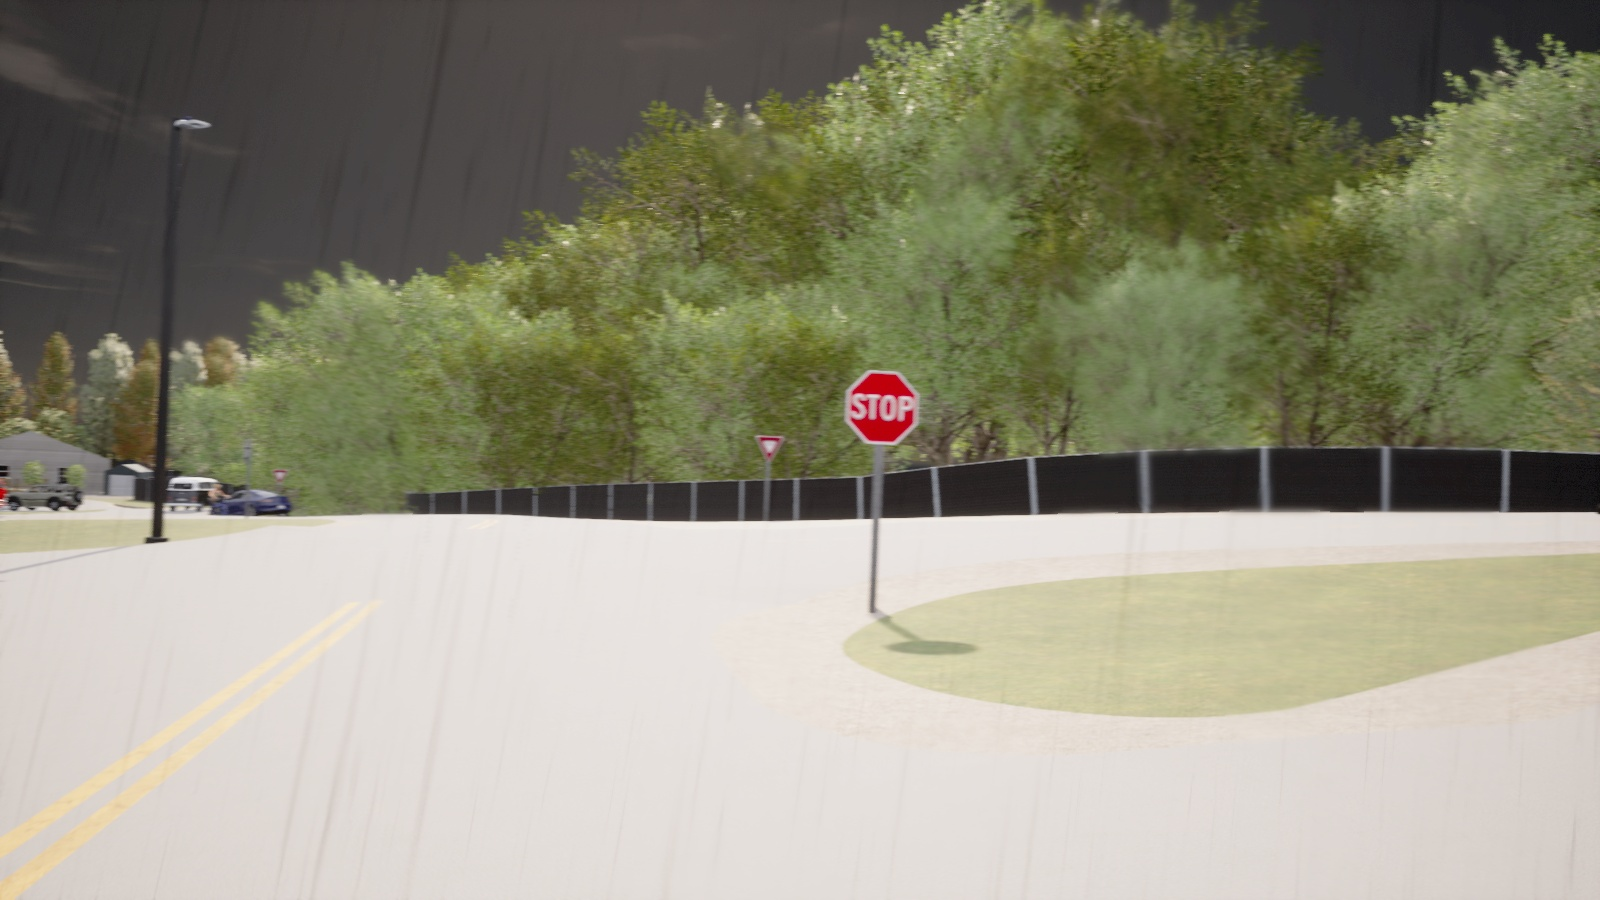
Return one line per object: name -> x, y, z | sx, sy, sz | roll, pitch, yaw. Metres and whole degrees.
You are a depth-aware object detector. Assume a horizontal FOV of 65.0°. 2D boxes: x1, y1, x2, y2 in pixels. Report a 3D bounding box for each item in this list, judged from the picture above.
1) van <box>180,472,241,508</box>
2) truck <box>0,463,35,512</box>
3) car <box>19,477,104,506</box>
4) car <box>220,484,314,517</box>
van -> -35.848, 2.408, 76.505 | 2.069, 2.038, 4.480 | 2, -1, -8
truck -> -42.981, 1.927, 64.974 | 5.204, 2.467, 2.627 | 0, 0, -8
car -> -49.265, 2.755, 83.804 | 4.605, 1.855, 1.932 | 1, -2, 5
car -> -25.484, 2.437, 59.996 | 4.674, 1.442, 1.812 | -4, -4, 33
